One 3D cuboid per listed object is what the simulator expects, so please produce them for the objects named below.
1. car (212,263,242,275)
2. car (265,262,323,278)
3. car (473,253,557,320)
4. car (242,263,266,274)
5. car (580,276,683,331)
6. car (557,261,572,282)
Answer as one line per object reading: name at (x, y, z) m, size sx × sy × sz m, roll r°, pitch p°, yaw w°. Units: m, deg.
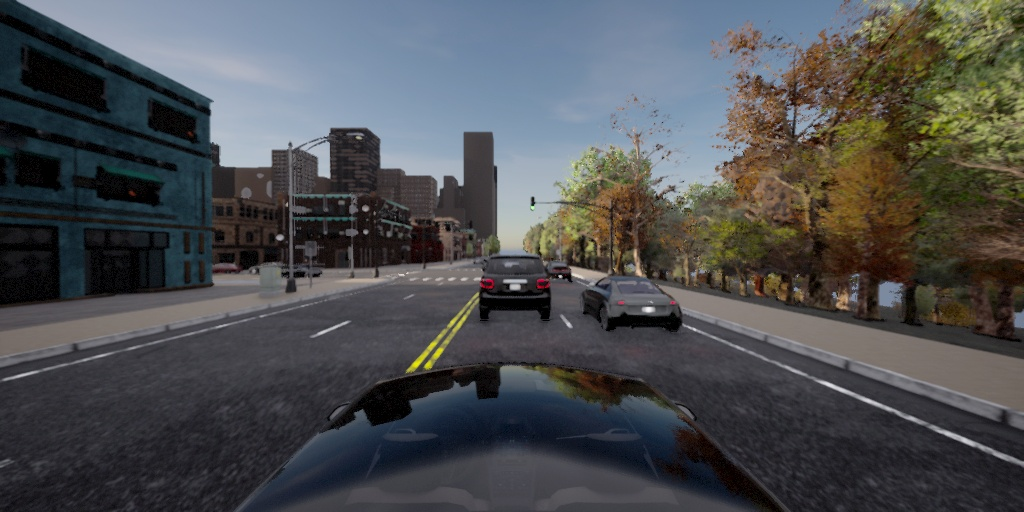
car at (-33.822, 1.492, 41.944) m, size 4.207 × 1.307 × 1.802 m, roll 0°, pitch 0°, yaw 0°
car at (-19.952, 1.436, 33.426) m, size 4.313 × 1.339 × 1.948 m, roll 0°, pitch 0°, yaw 0°
car at (0.095, 0.927, 12.519) m, size 2.150 × 2.045 × 5.566 m, roll 0°, pitch 0°, yaw 0°
car at (-28.286, 1.397, 41.938) m, size 4.403 × 1.370 × 2.007 m, roll 0°, pitch 0°, yaw 0°
car at (3.349, 1.276, 10.817) m, size 1.994 × 1.385 × 4.181 m, roll 0°, pitch 0°, yaw 0°
car at (3.346, 1.148, 27.133) m, size 1.837 × 1.490 × 4.892 m, roll 0°, pitch 0°, yaw 0°
